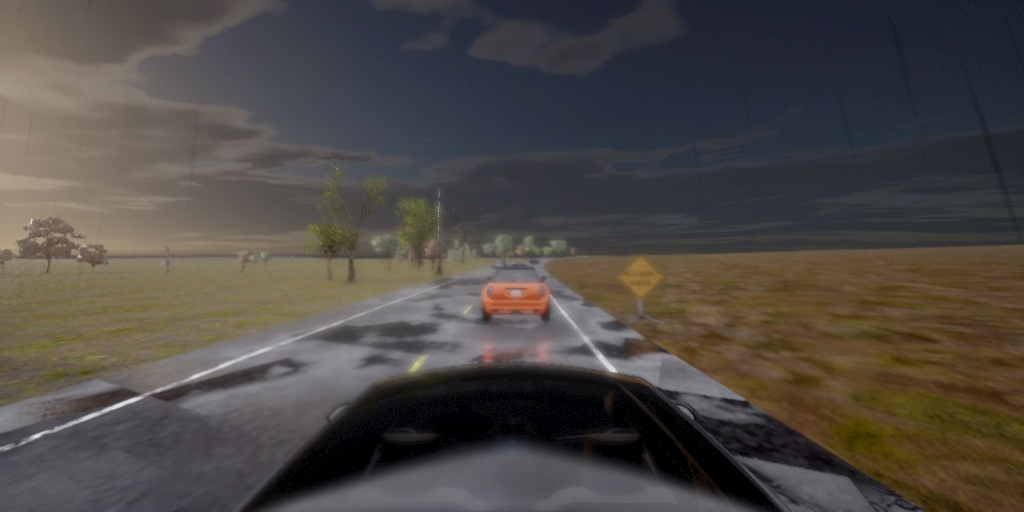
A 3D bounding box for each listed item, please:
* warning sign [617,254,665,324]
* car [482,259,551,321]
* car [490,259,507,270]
[{"bbox_3d":[3.593,0.875,10.002,1.300,1.860,1.060,0,0,1],"label":"warning sign"},{"bbox_3d":[0.161,1.109,12.665,2.097,1.767,4.553,0,0,1],"label":"car"},{"bbox_3d":[-1.934,1.272,53.231,2.128,1.511,4.902,0,0,4],"label":"car"}]
